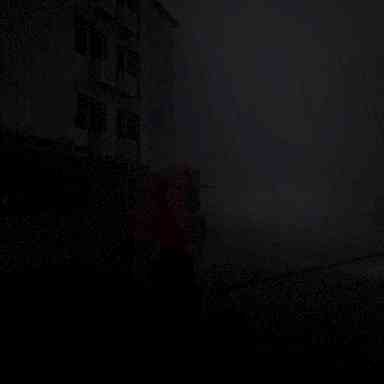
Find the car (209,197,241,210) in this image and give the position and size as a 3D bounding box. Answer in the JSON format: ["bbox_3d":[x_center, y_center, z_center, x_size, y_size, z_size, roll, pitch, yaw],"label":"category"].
[{"bbox_3d":[4.254,1.478,43.328,1.882,1.535,5.008,0,0,-36],"label":"car"}]

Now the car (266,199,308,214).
[{"bbox_3d":[9.984,1.526,35.329,1.812,1.442,4.674,0,0,-36],"label":"car"}]
